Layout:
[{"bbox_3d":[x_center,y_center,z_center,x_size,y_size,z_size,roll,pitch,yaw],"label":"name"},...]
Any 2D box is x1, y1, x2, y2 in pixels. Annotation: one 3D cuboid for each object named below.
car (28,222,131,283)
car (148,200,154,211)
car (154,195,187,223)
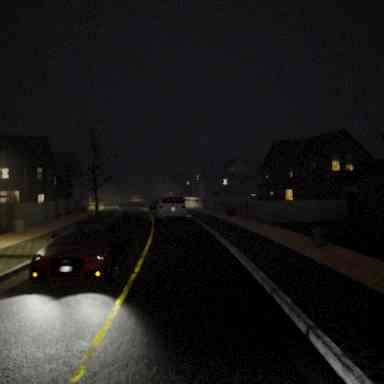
[{"bbox_3d":[-2.972,1.576,9.602,1.994,1.385,4.181,0,0,-3],"label":"car"},{"bbox_3d":[-4.547,1.652,42.976,1.994,1.385,4.181,0,0,-12],"label":"car"},{"bbox_3d":[-1.671,1.255,26.304,2.150,2.045,5.566,0,0,-7],"label":"car"}]
